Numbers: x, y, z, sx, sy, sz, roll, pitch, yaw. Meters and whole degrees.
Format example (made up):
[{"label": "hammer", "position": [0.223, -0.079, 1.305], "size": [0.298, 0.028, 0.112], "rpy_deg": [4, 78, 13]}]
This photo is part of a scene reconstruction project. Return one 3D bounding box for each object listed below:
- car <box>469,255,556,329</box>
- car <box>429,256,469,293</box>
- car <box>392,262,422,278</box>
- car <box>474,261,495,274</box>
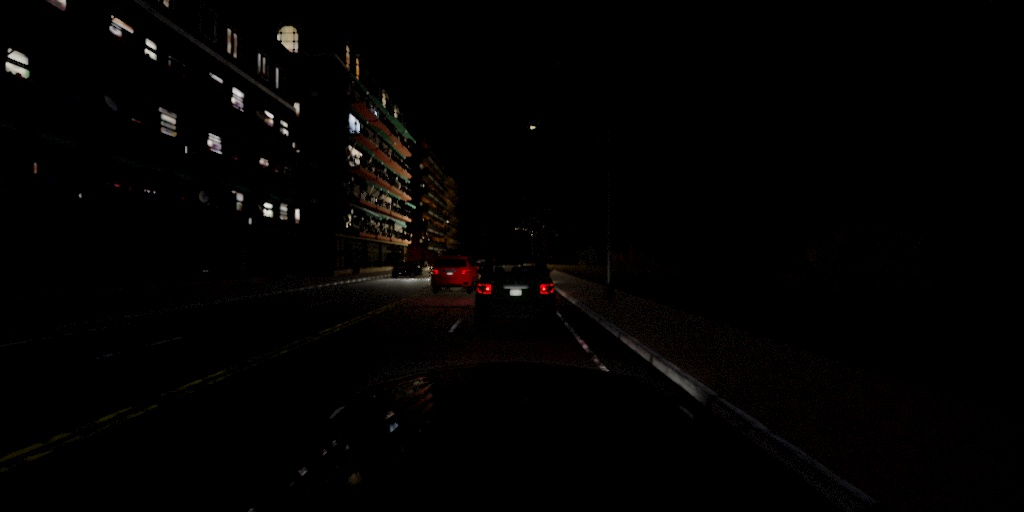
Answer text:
[{"label": "car", "position": [0.090, 0.984, 11.440], "size": [2.150, 2.045, 5.566], "rpy_deg": [0, 0, 0]}, {"label": "car", "position": [-3.166, 0.995, 20.921], "size": [2.150, 2.045, 5.566], "rpy_deg": [0, 0, 0]}, {"label": "car", "position": [-9.879, 1.292, 34.008], "size": [1.837, 1.490, 4.892], "rpy_deg": [0, 0, 0]}, {"label": "car", "position": [-3.188, 1.343, 42.640], "size": [2.033, 1.411, 5.357], "rpy_deg": [0, 0, 0]}]
